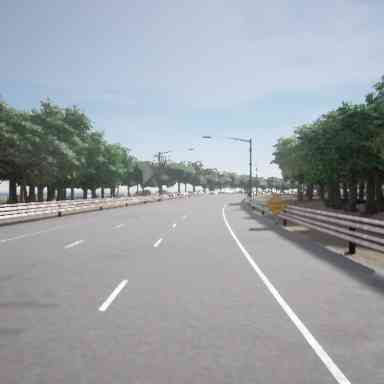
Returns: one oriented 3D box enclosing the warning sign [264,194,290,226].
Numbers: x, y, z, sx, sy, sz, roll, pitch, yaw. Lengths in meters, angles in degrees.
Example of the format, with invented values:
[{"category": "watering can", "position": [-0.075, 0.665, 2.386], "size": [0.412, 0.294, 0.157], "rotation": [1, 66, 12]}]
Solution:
[{"category": "warning sign", "position": [5.064, 1.071, 19.901], "size": [1.300, 1.860, 1.060], "rotation": [0, 0, 3]}]
